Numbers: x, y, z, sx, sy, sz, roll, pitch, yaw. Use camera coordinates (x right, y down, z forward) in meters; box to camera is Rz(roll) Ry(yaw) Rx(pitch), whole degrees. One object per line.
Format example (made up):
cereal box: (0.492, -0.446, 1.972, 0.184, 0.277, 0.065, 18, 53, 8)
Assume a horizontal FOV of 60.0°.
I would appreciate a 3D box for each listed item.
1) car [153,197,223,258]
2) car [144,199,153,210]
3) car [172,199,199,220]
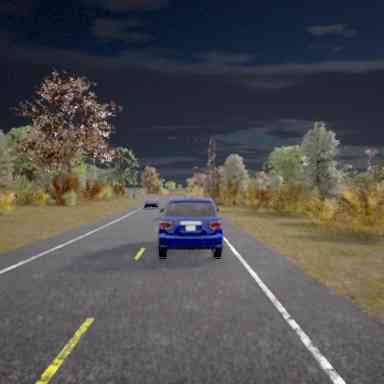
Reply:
car: (-0.085, 1.203, 12.837, 2.150, 2.045, 5.566, 0, 0, -1)
car: (-5.105, 1.540, 42.373, 1.895, 1.301, 4.718, 0, 0, -4)
car: (-0.647, 1.451, 28.926, 2.128, 1.511, 4.902, 0, 0, -2)
